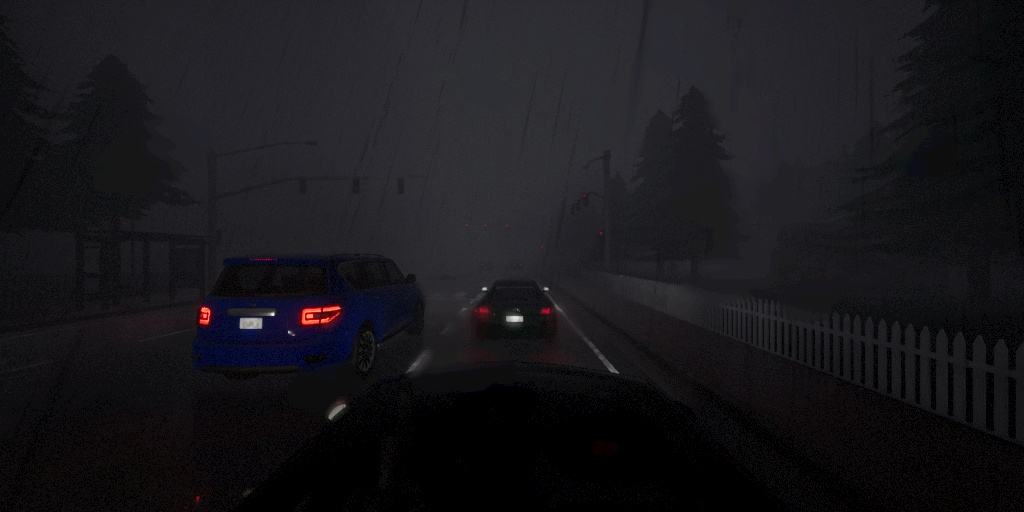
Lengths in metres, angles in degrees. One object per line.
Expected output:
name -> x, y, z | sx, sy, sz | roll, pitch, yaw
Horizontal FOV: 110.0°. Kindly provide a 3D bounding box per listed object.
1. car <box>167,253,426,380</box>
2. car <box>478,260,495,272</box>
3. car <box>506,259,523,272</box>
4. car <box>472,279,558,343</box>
car -> -3.403, 0.972, 7.385 | 2.150, 2.045, 5.566 | 0, 0, 0
car -> -3.218, 1.244, 45.017 | 2.128, 1.511, 4.902 | 0, 0, 0
car -> 0.285, 1.102, 45.237 | 2.097, 1.767, 4.553 | 0, 0, 0
car -> 0.091, 1.314, 9.664 | 1.994, 1.385, 4.181 | 0, 0, 1
